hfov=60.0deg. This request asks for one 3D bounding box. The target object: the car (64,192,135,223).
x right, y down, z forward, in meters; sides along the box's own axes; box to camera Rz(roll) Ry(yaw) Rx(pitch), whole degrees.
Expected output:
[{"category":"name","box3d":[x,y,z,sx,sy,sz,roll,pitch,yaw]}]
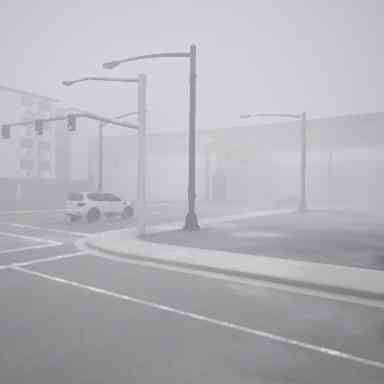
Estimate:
[{"category":"car","box3d":[-6.814,1.015,24.958,2.150,2.045,5.566,1,0,34]}]

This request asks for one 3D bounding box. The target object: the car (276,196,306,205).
[{"category":"car","box3d":[16.082,1.391,54.128,5.008,1.535,1.882,0,0,-15]}]
